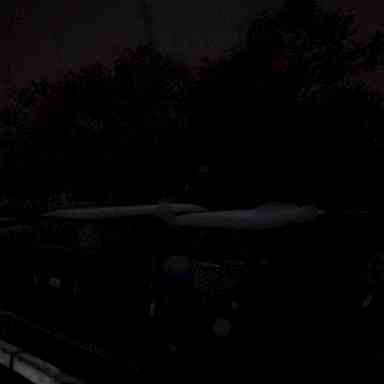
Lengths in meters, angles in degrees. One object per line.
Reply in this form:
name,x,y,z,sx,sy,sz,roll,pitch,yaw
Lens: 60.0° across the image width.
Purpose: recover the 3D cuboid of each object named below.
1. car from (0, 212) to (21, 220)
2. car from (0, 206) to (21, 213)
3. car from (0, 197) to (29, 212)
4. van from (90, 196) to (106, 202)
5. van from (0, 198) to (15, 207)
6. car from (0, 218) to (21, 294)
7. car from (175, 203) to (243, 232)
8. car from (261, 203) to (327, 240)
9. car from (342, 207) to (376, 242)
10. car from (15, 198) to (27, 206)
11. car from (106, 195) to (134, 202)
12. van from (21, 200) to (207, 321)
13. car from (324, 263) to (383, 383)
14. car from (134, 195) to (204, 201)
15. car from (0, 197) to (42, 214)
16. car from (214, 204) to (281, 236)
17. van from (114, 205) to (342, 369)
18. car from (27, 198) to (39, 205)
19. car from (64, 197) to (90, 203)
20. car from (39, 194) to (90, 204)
car,-5.767,1.555,10.630,2.002,1.452,4.674,0,0,35
car,-8.053,1.510,12.251,2.231,1.521,4.892,0,0,35
car,-21.455,1.396,37.687,2.231,1.521,4.892,0,0,35
van,-5.505,1.261,26.589,1.878,1.987,4.442,0,0,35
van,-10.285,1.276,13.958,1.878,1.987,4.442,0,0,35
car,-3.453,1.548,9.039,2.163,1.488,4.792,0,0,35
car,1.253,1.544,21.722,2.163,1.488,4.792,0,0,35
car,5.884,1.513,18.651,1.946,1.575,5.366,0,0,35
car,8.045,1.512,16.897,2.097,1.535,5.008,0,0,35
car,-14.632,1.309,32.913,2.185,1.767,4.553,0,0,35
car,-3.286,1.249,24.919,2.435,2.045,5.566,0,0,35
van,-1.111,1.289,7.496,1.878,1.987,4.442,0,0,35
car,3.405,1.503,4.167,2.097,1.535,5.008,0,0,35
car,-1.048,1.257,23.273,2.435,2.045,5.566,0,0,35
car,-19.295,1.405,35.932,1.946,1.575,5.366,0,0,35
car,3.495,1.549,20.072,2.163,1.488,4.792,0,0,35
van,1.045,1.285,5.693,1.878,1.987,4.442,0,0,35
car,-12.397,1.477,31.265,2.163,1.488,4.792,0,0,35
car,-7.734,1.471,28.244,1.946,1.575,5.366,0,0,35
car,-10.094,1.209,29.713,2.435,2.045,5.566,0,0,35
